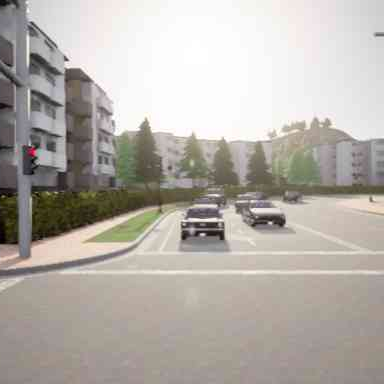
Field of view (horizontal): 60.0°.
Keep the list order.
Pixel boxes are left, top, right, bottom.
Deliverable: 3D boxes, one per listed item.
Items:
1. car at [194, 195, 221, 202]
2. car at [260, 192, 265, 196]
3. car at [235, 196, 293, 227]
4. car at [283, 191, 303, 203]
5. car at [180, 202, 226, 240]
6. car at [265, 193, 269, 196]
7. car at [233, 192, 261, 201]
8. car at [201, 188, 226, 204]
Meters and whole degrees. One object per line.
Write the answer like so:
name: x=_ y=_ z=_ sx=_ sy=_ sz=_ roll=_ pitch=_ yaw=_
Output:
car: x=0.829 y=1.172 z=24.257 sx=1.994 sy=1.385 sz=4.181 roll=-1 pitch=1 yaw=2
car: x=7.106 y=0.777 z=39.786 sx=1.882 sy=1.535 sz=5.008 roll=0 pitch=1 yaw=21
car: x=4.082 y=1.188 z=19.891 sx=2.033 sy=1.411 sz=5.357 roll=-1 pitch=1 yaw=0
car: x=13.881 y=0.626 z=45.658 sx=2.128 sy=1.511 sz=4.902 roll=0 pitch=1 yaw=30
car: x=0.498 y=1.349 z=15.447 sx=1.895 sy=1.301 sz=4.718 roll=-1 pitch=1 yaw=2
car: x=10.724 y=0.629 z=54.033 sx=2.033 sy=1.411 sz=5.357 roll=0 pitch=1 yaw=37
car: x=4.698 y=0.992 z=29.347 sx=1.837 sy=1.490 sz=4.892 roll=-1 pitch=1 yaw=7
car: x=2.342 y=0.619 z=36.597 sx=2.150 sy=2.045 sz=5.566 roll=-1 pitch=1 yaw=15
